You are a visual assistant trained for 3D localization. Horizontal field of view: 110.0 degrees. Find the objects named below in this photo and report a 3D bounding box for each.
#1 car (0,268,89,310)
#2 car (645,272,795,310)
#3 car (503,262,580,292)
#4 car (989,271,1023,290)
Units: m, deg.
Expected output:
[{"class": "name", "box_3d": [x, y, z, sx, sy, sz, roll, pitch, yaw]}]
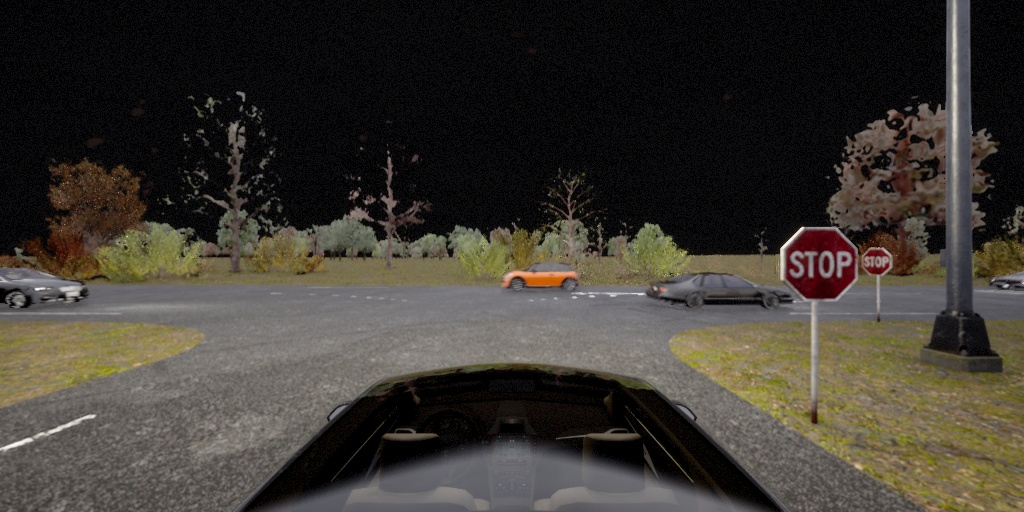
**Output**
[{"class": "car", "box_3d": [-19.637, 1.212, 13.959, 4.902, 1.511, 2.128, 0, 0, -2]}, {"class": "car", "box_3d": [8.342, 1.383, 14.700, 5.357, 1.411, 2.033, 0, 0, -2]}, {"class": "car", "box_3d": [1.711, 1.173, 21.553, 4.553, 1.767, 2.097, 0, 0, -1]}, {"class": "car", "box_3d": [33.540, 1.483, 22.493, 5.357, 1.411, 2.033, 0, 0, -2]}]
